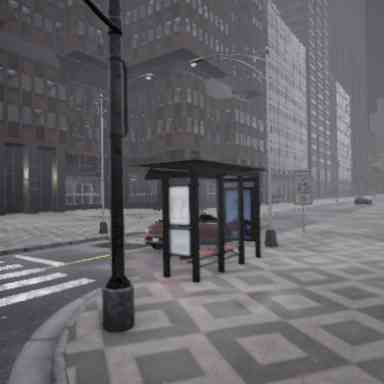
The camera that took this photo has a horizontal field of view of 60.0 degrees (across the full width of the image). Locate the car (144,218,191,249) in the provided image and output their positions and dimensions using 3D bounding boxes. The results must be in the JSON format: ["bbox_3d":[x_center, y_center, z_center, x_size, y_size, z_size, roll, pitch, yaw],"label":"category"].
[{"bbox_3d":[0.031,1.500,13.625,1.812,1.442,4.674,-1,-1,35],"label":"car"}]

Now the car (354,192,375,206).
[{"bbox_3d":[25.696,1.253,49.897,1.882,1.535,5.008,-1,-1,35],"label":"car"}]
